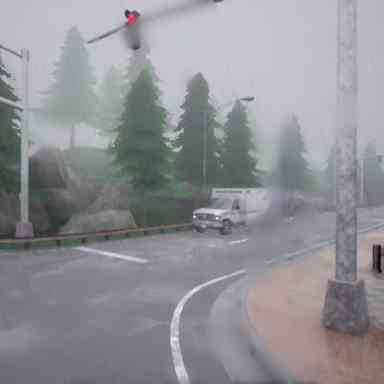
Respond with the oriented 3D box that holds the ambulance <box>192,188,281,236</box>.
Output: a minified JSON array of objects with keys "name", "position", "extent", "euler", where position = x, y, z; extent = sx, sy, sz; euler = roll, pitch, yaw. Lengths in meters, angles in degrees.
[{"name":"ambulance","position":[2.672,1.004,19.025],"extent":[2.351,2.431,6.366],"euler":[0,0,41]}]
